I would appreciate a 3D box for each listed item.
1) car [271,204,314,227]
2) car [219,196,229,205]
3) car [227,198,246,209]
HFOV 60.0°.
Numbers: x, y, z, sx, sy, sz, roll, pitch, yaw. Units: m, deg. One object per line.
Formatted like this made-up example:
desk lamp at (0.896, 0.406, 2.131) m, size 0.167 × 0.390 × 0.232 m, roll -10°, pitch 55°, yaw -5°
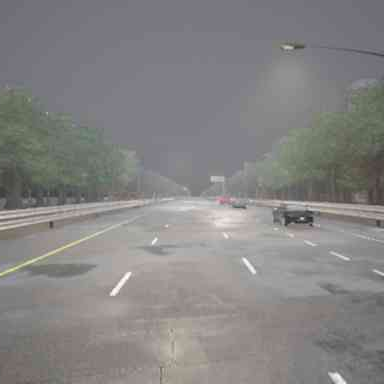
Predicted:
car at (7.031, 1.584, 23.668) m, size 1.882 × 1.535 × 5.008 m, roll 0°, pitch -1°, yaw 0°
car at (7.300, 1.887, 74.310) m, size 2.150 × 2.045 × 5.566 m, roll 0°, pitch -1°, yaw 0°
car at (7.147, 1.948, 52.016) m, size 1.994 × 1.385 × 4.181 m, roll 0°, pitch -1°, yaw 0°
